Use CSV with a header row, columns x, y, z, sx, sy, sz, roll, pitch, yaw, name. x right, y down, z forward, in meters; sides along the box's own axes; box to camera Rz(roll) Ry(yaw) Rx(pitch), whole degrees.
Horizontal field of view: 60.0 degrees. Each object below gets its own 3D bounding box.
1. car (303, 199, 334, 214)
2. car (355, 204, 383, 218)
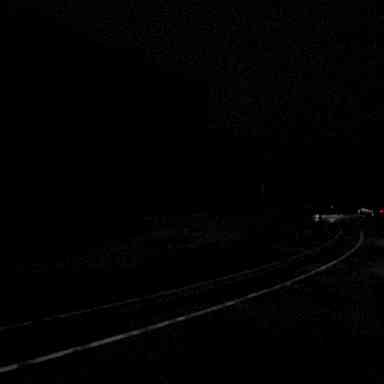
x,y,z,sx,sy,sz,roll,pitch,yaw,name
15.155,1.712,39.992,2.097,1.767,4.553,1,0,-5,car
18.776,1.911,34.196,2.033,1.411,5.357,1,0,2,car
